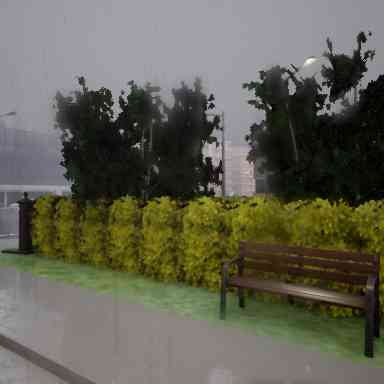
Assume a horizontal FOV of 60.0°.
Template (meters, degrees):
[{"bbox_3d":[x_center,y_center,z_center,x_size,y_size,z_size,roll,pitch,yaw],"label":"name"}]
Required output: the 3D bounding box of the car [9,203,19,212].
[{"bbox_3d":[-18.568,1.477,38.326,1.812,1.442,4.674,0,0,33],"label":"car"}]

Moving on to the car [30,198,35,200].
[{"bbox_3d":[-15.847,1.515,36.090,1.994,1.385,4.181,0,0,35],"label":"car"}]
